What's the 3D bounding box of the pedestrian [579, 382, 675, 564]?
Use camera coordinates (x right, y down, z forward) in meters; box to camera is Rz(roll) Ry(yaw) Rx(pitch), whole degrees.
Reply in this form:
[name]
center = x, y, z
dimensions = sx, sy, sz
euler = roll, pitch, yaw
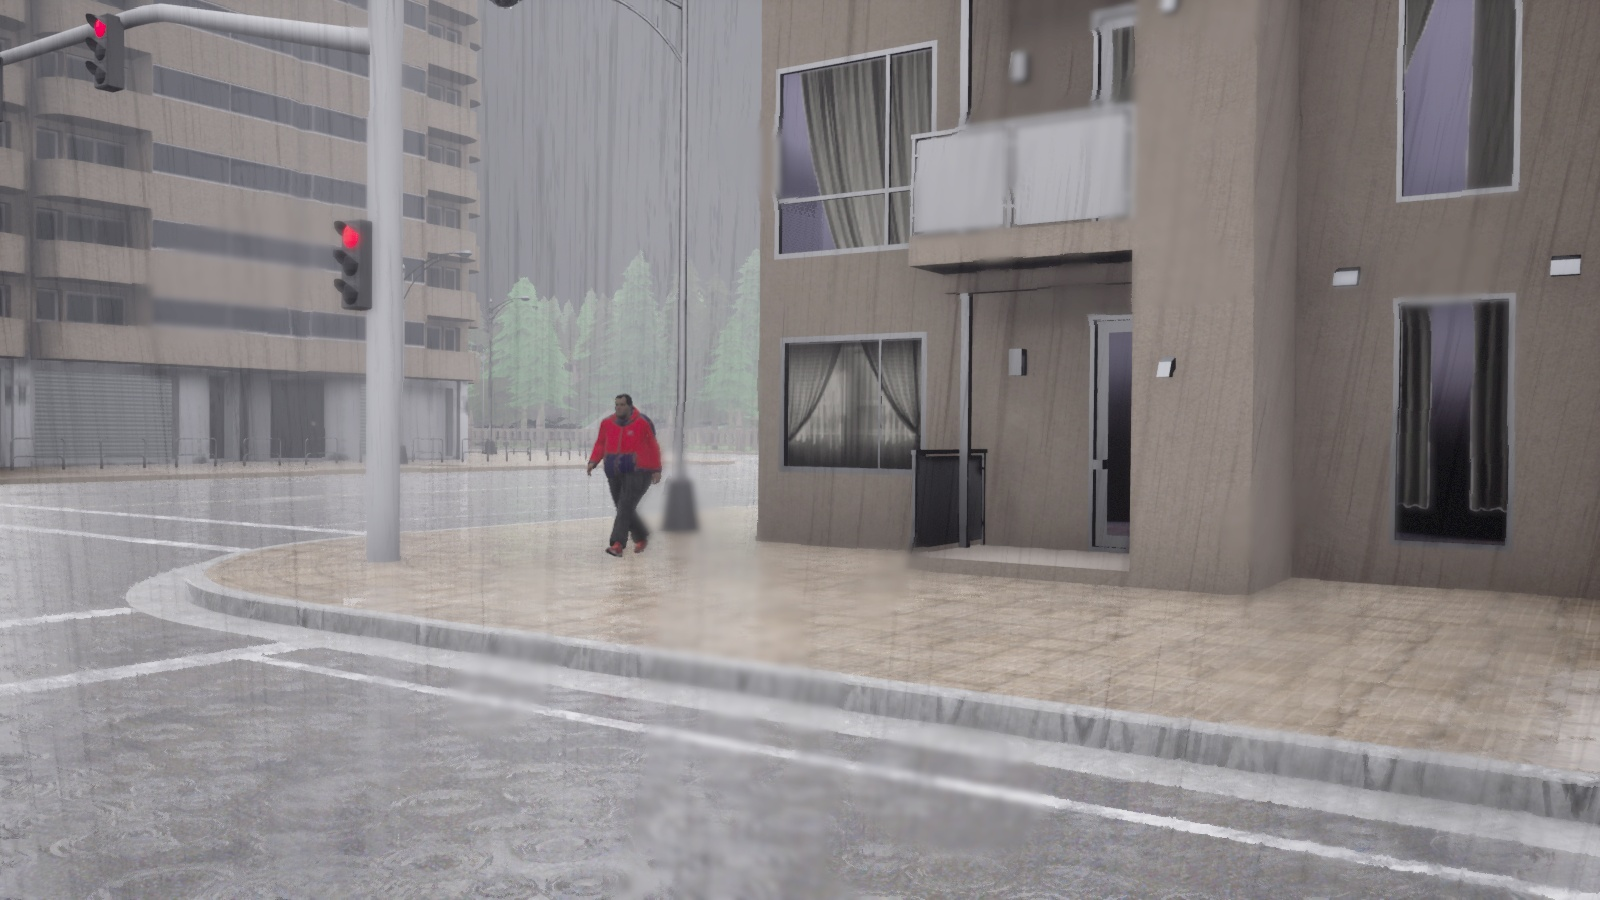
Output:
[pedestrian]
center = -1.811, 0.225, 13.256
dimensions = 0.634, 1.844, 0.899
euler = 0, 1, 20
